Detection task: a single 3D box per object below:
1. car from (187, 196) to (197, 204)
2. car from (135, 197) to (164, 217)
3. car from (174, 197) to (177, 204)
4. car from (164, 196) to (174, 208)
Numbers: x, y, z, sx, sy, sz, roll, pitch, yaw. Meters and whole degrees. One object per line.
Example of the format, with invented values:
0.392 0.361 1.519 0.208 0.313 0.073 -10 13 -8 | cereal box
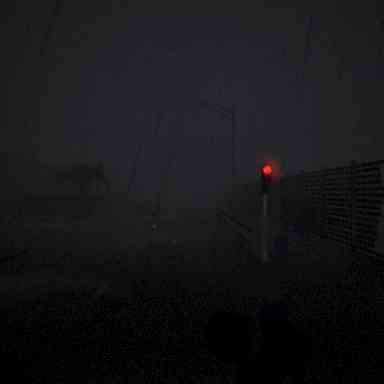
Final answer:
0.082 1.479 63.313 1.837 1.490 4.892 0 0 0 | car
-4.060 1.465 30.925 1.882 1.535 5.008 0 0 0 | car
-3.967 1.539 63.545 1.994 1.385 4.181 0 0 1 | car
-4.030 1.506 47.643 1.812 1.442 4.674 0 0 0 | car
